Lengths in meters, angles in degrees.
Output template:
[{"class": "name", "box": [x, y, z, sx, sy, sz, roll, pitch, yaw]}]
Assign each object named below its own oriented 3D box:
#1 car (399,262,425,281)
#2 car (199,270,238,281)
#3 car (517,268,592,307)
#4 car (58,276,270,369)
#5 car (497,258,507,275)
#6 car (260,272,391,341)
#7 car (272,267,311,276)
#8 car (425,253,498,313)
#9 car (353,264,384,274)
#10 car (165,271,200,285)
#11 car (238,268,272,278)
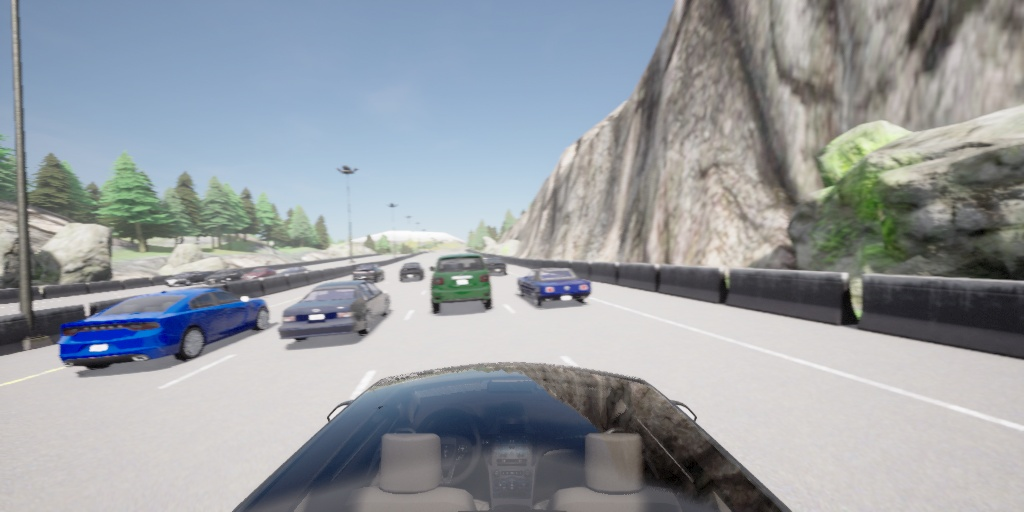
[{"class": "car", "box": [-8.508, 1.282, 30.802, 1.837, 1.490, 4.892, -3, 1, -10]}, {"class": "car", "box": [-31.428, 2.303, 39.478, 1.837, 1.490, 4.892, -3, 2, -10]}, {"class": "car", "box": [1.473, 1.134, 14.439, 1.895, 1.301, 4.718, -3, 1, -10]}, {"class": "car", "box": [-8.264, 1.581, 9.226, 1.882, 1.535, 5.008, -3, 1, -10]}, {"class": "car", "box": [-1.625, 0.910, 32.019, 1.837, 1.490, 4.892, -3, 1, -10]}, {"class": "car", "box": [-4.993, 1.462, 10.836, 2.033, 1.411, 5.357, -3, 1, -10]}, {"class": "car", "box": [-24.543, 1.936, 40.686, 2.033, 1.411, 5.357, -3, 1, -10]}, {"class": "car", "box": [-2.101, 0.938, 14.467, 2.150, 2.045, 5.566, -3, 1, -10]}, {"class": "car", "box": [-11.930, 1.456, 30.076, 2.128, 1.511, 4.902, -3, 1, -10]}, {"class": "car", "box": [-34.843, 2.424, 38.685, 2.128, 1.511, 4.902, -3, 1, -10]}, {"class": "car", "box": [-27.986, 2.095, 40.075, 1.812, 1.442, 4.674, -3, 1, -10]}]
